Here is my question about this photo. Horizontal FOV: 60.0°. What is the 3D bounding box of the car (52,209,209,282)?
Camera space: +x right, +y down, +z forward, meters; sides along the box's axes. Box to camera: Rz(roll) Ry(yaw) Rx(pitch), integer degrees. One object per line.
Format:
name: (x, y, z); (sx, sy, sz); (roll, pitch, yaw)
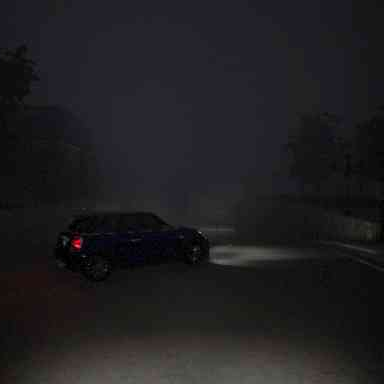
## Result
car: (-1.668, 1.363, 10.052); (4.553, 1.767, 2.097); (0, -1, -37)
